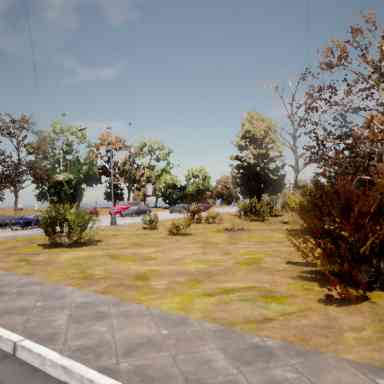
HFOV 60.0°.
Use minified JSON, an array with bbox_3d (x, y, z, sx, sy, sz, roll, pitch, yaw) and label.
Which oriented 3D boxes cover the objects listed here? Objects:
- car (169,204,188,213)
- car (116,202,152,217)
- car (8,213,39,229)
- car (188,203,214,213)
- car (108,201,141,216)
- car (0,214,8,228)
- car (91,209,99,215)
[{"bbox_3d":[-1.785,2.575,51.581,1.994,1.385,4.181,-3,-2,32],"label":"car"},{"bbox_3d":[-7.137,2.471,43.080,1.812,1.442,4.674,-3,-2,32],"label":"car"},{"bbox_3d":[-12.375,2.321,27.942,1.895,1.301,4.718,-3,-2,33],"label":"car"},{"bbox_3d":[1.785,2.414,50.403,1.994,1.385,4.181,-3,-2,32],"label":"car"},{"bbox_3d":[-9.127,2.339,46.519,2.150,2.045,5.566,-3,-2,32],"label":"car"},{"bbox_3d":[-16.996,2.451,27.654,1.994,1.385,4.181,-3,-2,34],"label":"car"},{"bbox_3d":[-12.132,2.383,35.146,1.882,1.535,5.008,-3,-2,32],"label":"car"}]
